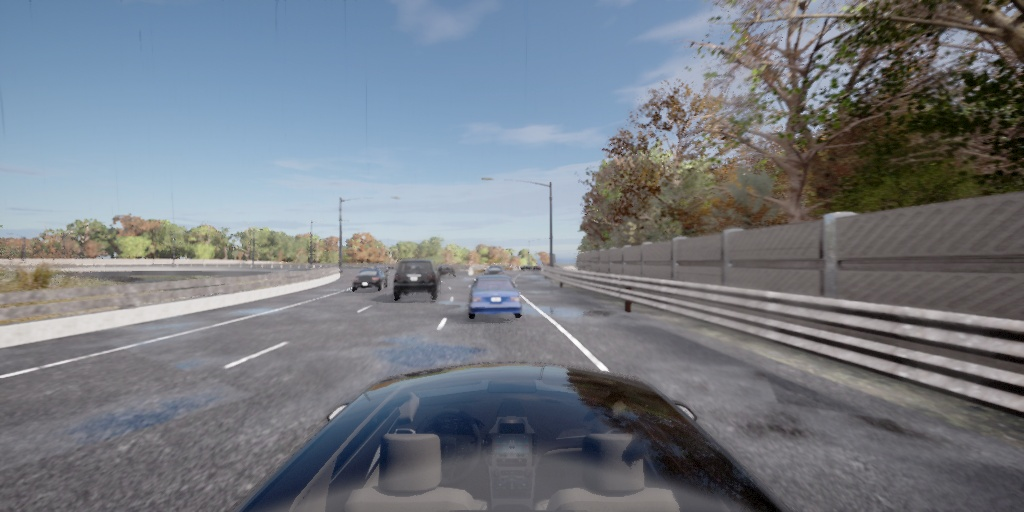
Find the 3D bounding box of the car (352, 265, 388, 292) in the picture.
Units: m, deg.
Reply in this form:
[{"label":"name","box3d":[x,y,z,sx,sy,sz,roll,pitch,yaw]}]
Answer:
[{"label":"car","box3d":[-9.620,1.594,24.540,1.812,1.442,4.674,0,-1,-12]}]

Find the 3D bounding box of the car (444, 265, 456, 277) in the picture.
[{"label":"car","box3d":[-8.084,1.786,43.172,1.837,1.490,4.892,0,-1,-21]}]

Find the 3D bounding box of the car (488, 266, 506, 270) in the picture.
[{"label":"car","box3d":[-1.488,1.655,33.066,1.812,1.442,4.674,0,-1,0]}]

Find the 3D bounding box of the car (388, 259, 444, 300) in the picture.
[{"label":"car","box3d":[-5.062,1.209,19.634,2.150,2.045,5.566,0,-1,-9]}]

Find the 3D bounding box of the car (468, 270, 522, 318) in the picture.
[{"label":"car","box3d":[-0.700,1.444,13.764,2.033,1.411,5.357,0,-1,-5]}]
